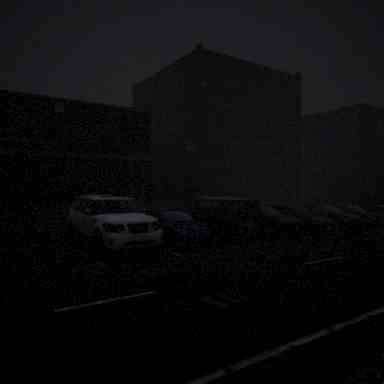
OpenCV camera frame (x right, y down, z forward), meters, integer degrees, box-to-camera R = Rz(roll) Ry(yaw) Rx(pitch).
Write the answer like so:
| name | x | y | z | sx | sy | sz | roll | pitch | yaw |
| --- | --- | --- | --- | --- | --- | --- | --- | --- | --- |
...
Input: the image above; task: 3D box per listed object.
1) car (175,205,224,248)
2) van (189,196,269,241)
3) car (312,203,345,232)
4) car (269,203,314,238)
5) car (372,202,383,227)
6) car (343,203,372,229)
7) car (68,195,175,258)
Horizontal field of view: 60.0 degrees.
| name | x | y | z | sx | sy | sz | roll | pitch | yaw |
| --- | --- | --- | --- | --- | --- | --- | --- | --- | --- |
| car | -0.984 | 1.450 | 14.682 | 2.002 | 1.452 | 4.674 | 0 | 0 | -34 |
| van | 1.327 | 1.197 | 16.401 | 1.878 | 1.987 | 4.442 | 0 | 0 | -34 |
| car | 5.853 | 1.489 | 19.330 | 2.163 | 1.488 | 4.792 | 1 | 0 | -34 |
| car | 3.560 | 1.439 | 17.801 | 2.097 | 1.535 | 5.008 | 0 | 0 | -34 |
| car | 10.379 | 1.511 | 22.476 | 2.231 | 1.521 | 4.892 | 1 | 0 | -34 |
| car | 8.105 | 1.484 | 20.918 | 2.231 | 1.521 | 4.892 | 1 | 0 | -34 |
| car | -3.241 | 1.150 | 13.095 | 2.435 | 2.045 | 5.566 | 0 | 0 | -34 |
